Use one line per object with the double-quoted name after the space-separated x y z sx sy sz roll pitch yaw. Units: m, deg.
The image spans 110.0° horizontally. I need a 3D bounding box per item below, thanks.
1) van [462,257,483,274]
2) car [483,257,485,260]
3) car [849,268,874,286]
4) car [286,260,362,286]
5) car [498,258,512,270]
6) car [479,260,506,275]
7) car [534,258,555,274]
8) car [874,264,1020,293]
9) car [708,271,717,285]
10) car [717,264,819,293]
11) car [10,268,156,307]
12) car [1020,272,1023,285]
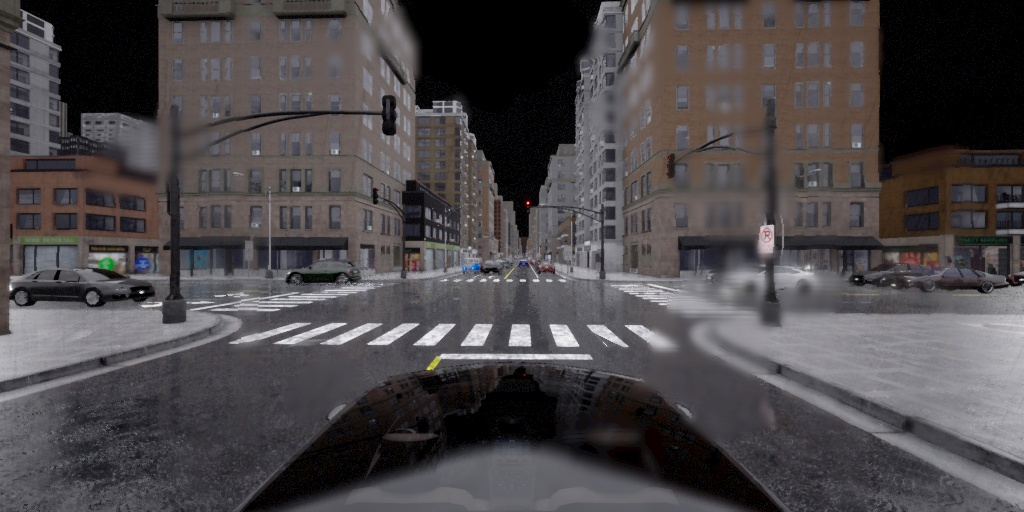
-4.671 1.111 41.175 1.690 1.789 3.998 0 0 2 "van"
-4.479 1.091 46.695 2.192 1.841 5.009 0 0 2 "car"
25.083 1.284 23.506 4.892 1.490 1.837 0 0 2 "car"
-12.877 1.087 24.661 4.553 1.767 2.097 0 0 -1 "car"
-1.430 1.349 54.784 1.994 1.385 4.181 0 0 2 "car"
-2.015 1.368 38.553 1.895 1.301 4.718 0 0 3 "car"
3.850 1.210 40.883 1.967 1.591 4.097 0 0 2 "car"
24.374 1.326 20.275 5.357 1.411 2.033 0 0 2 "car"
15.666 1.257 23.783 4.902 1.511 2.128 0 0 2 "car"
14.787 1.291 20.556 4.674 1.442 1.812 0 0 3 "car"
-17.632 1.239 14.806 4.892 1.490 1.837 0 0 2 "car"
35.065 1.360 23.204 4.181 1.385 1.994 0 0 2 "car"
